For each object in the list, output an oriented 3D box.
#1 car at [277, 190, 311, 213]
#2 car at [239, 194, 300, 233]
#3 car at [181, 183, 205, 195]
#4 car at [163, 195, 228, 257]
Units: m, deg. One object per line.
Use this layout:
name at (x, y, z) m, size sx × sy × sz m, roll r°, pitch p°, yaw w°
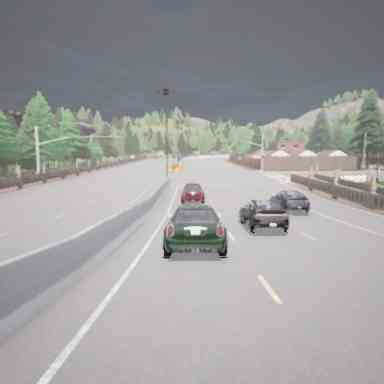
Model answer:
car at (7.094, 0.625, 24.352) m, size 2.128 × 1.511 × 4.902 m, roll 0°, pitch 5°, yaw 0°
car at (3.605, 1.123, 17.204) m, size 2.128 × 1.511 × 4.902 m, roll 0°, pitch 3°, yaw 0°
car at (0.070, -0.048, 29.892) m, size 2.097 × 1.767 × 4.553 m, roll 0°, pitch 6°, yaw 0°
car at (0.104, 1.195, 12.463) m, size 2.097 × 1.767 × 4.553 m, roll 0°, pitch 2°, yaw 0°
